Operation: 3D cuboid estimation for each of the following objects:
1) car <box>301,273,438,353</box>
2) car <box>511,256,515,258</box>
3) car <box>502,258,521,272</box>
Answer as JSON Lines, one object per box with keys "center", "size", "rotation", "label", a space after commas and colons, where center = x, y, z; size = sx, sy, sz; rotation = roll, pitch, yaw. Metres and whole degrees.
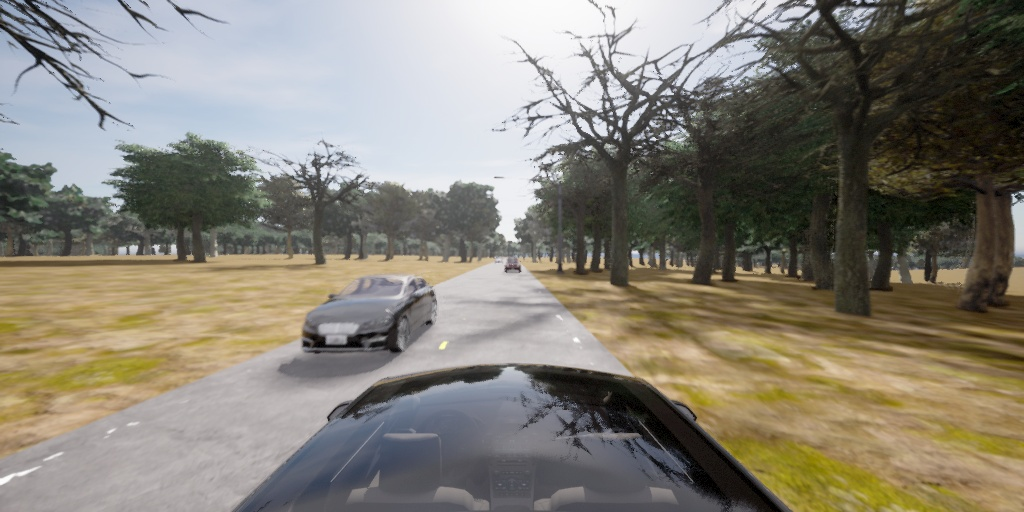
{"center": [-3.101, 1.208, 8.780], "size": [2.128, 1.511, 4.902], "rotation": [0, 0, 0], "label": "car"}
{"center": [0.084, 0.858, 60.180], "size": [2.097, 1.767, 4.553], "rotation": [0, 0, 0], "label": "car"}
{"center": [0.098, 1.171, 42.336], "size": [1.895, 1.301, 4.718], "rotation": [0, 0, 0], "label": "car"}
